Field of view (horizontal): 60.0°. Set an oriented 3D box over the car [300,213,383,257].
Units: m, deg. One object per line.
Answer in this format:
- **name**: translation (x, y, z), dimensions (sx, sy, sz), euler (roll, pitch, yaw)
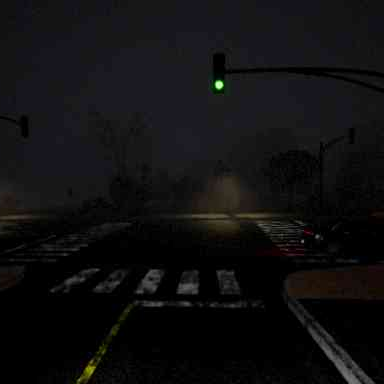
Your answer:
- **car**: translation (7.053, 1.796, 13.807), dimensions (4.892, 1.490, 1.837), euler (-1, 2, 5)
